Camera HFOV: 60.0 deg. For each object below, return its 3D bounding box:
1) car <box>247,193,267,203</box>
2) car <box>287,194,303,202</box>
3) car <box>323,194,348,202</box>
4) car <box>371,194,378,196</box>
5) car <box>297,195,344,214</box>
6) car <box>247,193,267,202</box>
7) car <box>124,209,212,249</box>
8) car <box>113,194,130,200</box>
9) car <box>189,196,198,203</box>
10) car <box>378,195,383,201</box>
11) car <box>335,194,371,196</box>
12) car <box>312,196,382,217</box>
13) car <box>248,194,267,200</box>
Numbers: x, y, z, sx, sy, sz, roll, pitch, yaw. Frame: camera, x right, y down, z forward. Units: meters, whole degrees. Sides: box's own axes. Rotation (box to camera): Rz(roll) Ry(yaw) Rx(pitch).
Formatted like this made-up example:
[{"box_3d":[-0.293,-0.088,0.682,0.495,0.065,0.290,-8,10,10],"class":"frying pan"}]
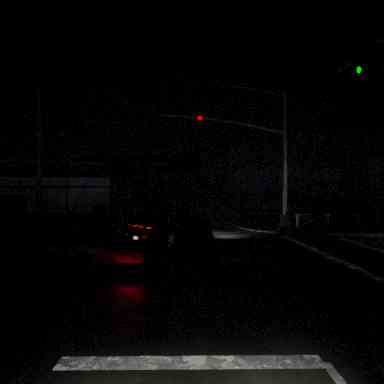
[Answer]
[{"box_3d":[12.817,1.361,65.618,3.806,1.475,1.970,0,0,0],"class":"car"},{"box_3d":[21.296,1.097,65.689,4.605,1.855,1.932,0,0,0],"class":"car"},{"box_3d":[31.281,1.298,72.669,4.514,1.523,2.007,0,0,0],"class":"car"},{"box_3d":[38.344,1.232,69.034,3.806,1.475,1.970,0,0,0],"class":"car"},{"box_3d":[13.001,1.330,31.361,5.027,1.636,2.152,0,0,0],"class":"car"},{"box_3d":[13.416,1.077,68.945,3.866,1.878,1.905,0,0,0],"class":"car"},{"box_3d":[-0.856,1.506,14.808,1.837,1.490,4.892,4,2,33],"class":"car"},{"box_3d":[-19.447,1.333,91.533,4.674,1.442,1.812,0,0,0],"class":"car"},{"box_3d":[0.239,1.547,69.640,2.033,1.411,5.357,0,0,0],"class":"car"},{"box_3d":[38.692,1.154,62.617,5.027,1.636,2.152,0,0,0],"class":"car"},{"box_3d":[20.629,1.320,43.237,3.633,1.501,1.845,0,0,0],"class":"car"},{"box_3d":[13.066,1.340,28.225,4.514,1.523,2.007,0,0,0],"class":"car"},{"box_3d":[18.088,1.334,91.576,4.902,1.511,2.128,0,0,0],"class":"car"}]
